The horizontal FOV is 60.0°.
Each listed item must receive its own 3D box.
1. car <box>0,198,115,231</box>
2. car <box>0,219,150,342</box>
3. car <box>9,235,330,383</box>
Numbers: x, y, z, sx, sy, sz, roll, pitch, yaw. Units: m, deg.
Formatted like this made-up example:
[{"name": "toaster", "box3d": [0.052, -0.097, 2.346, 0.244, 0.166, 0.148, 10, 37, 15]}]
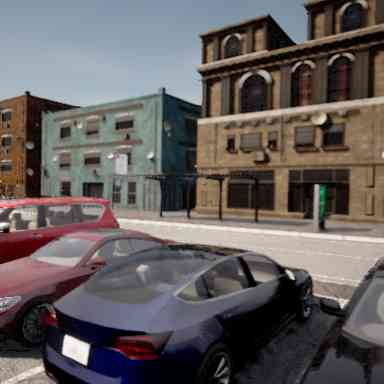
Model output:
[{"name": "car", "box3d": [-4.282, 1.190, 8.166, 2.435, 2.045, 5.566, 0, 0, 36]}, {"name": "car", "box3d": [-2.000, 1.500, 6.576, 2.002, 1.452, 4.674, 0, 0, 36]}, {"name": "car", "box3d": [0.283, 1.504, 4.980, 2.163, 1.488, 4.792, 0, 0, 36]}]
